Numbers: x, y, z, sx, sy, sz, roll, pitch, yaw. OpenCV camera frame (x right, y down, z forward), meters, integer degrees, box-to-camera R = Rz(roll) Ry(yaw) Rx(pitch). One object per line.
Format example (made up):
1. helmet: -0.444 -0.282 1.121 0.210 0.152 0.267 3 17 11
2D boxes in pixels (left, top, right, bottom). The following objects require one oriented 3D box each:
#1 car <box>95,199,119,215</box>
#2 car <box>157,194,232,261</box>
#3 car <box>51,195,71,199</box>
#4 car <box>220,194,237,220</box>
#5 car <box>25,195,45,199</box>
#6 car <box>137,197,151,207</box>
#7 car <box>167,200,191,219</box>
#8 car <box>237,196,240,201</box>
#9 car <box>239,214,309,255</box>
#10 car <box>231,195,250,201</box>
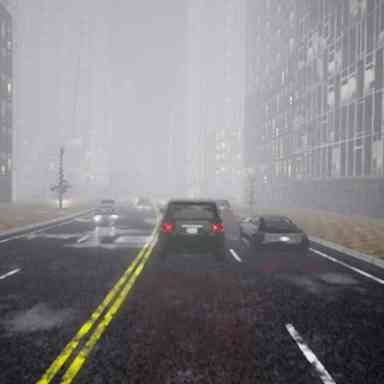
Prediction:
1. car: -8.262 1.424 32.695 1.812 1.442 4.674 1 0 -7
2. car: -0.062 1.217 12.464 2.150 2.045 5.566 1 0 -1
3. car: -30.152 1.066 76.462 4.313 1.339 1.947 1 0 -6
4. car: 2.139 1.350 28.517 2.097 1.767 4.553 1 0 -5
5. car: -35.806 0.980 75.865 4.206 1.307 1.802 1 0 -6
6. car: -7.157 1.449 49.897 1.994 1.385 4.181 1 0 -7
7. car: -1.228 1.491 29.653 1.812 1.442 4.674 1 0 -6
8. car: 8.519 1.504 80.928 5.009 1.841 2.192 1 0 -6
9. car: 3.145 1.590 13.503 1.994 1.385 4.181 1 0 -2
10. car: 13.018 1.657 89.865 4.829 1.417 1.752 1 0 -6
